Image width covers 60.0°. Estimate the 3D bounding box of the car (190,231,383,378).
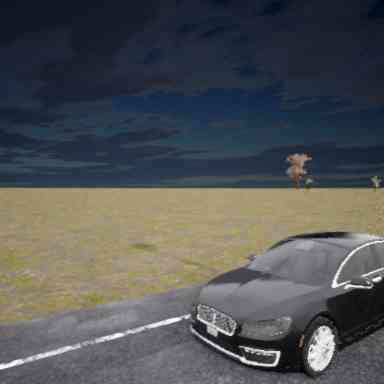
[{"bbox_3d":[2.229,1.483,5.581,4.892,1.490,1.837,0,0,-36],"label":"car"}]
